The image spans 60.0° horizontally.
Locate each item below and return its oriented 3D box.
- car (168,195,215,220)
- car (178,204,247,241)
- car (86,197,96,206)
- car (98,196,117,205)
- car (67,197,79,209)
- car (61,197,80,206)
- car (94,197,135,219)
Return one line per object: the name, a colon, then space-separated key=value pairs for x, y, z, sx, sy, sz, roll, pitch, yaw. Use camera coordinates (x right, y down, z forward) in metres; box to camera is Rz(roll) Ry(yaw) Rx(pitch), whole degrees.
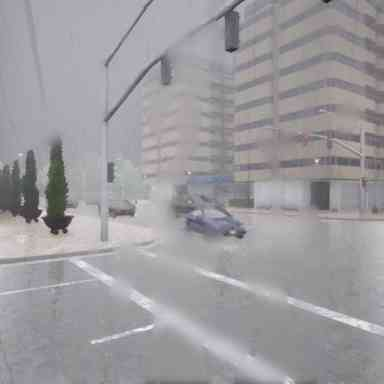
car: x=0.265 y=1.222 z=25.665 sx=2.150 sy=2.045 sz=5.566 roll=0 pitch=0 yaw=-35
car: x=1.014 y=1.525 z=16.910 sx=1.812 sy=1.442 sz=4.674 roll=0 pitch=0 yaw=-20
car: x=-16.391 y=1.564 z=55.938 sx=1.994 sy=1.385 sz=4.181 roll=0 pitch=0 yaw=-35
car: x=-15.540 y=1.526 z=60.827 sx=1.812 sy=1.442 sz=4.674 roll=0 pitch=0 yaw=-35
car: x=-16.570 y=1.564 z=43.656 sx=1.994 sy=1.385 sz=4.181 roll=0 pitch=0 yaw=-35
car: x=-20.192 y=1.508 z=55.076 sx=1.837 sy=1.490 sz=4.892 roll=0 pitch=0 yaw=-35
car: x=-6.784 y=1.477 z=29.639 sx=1.882 sy=1.535 sz=5.008 roll=0 pitch=0 yaw=-35
